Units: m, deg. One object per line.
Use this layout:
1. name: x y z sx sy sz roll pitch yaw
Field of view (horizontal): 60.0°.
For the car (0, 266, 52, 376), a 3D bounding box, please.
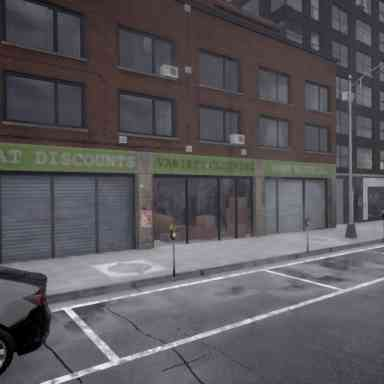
1. car: -3.903 1.566 3.760 4.313 1.339 1.947 0 -1 -35
